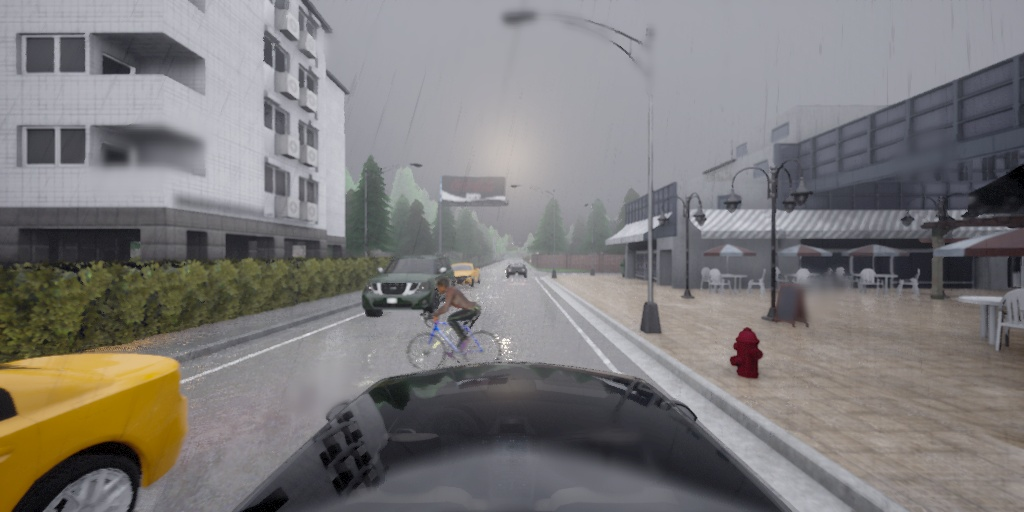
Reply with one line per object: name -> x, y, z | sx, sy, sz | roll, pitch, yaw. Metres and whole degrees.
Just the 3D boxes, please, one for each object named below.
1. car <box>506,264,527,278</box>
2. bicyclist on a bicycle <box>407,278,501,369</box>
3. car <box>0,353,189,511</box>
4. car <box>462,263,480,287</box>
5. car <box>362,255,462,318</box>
car -> 0.445, 1.386, 33.954 | 1.895, 1.301, 4.718 | 0, -2, 1
bicyclist on a bicycle -> -1.022, 1.200, 6.235 | 1.656, 1.620, 0.582 | -2, 0, 1
car -> -3.629, 1.228, 0.829 | 1.882, 1.535, 5.008 | 0, 0, 1
car -> -3.315, 1.220, 24.396 | 1.882, 1.535, 5.008 | 0, 0, 1
car -> -3.478, 0.970, 13.280 | 2.150, 2.045, 5.566 | 0, 0, 1
